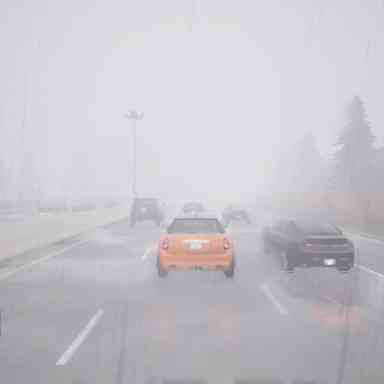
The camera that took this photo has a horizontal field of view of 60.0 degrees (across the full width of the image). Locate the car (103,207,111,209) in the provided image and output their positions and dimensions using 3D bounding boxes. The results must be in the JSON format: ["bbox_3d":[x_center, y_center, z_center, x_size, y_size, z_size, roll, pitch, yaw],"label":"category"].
[{"bbox_3d":[-10.545,1.888,44.357,1.837,1.490,4.892,0,-1,0],"label":"car"}]

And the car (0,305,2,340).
[{"bbox_3d":[-3.399,1.237,1.693,2.150,2.045,5.566,0,0,0],"label":"car"}]

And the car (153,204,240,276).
[{"bbox_3d":[0.107,1.446,10.774,2.097,1.767,4.553,0,0,0],"label":"car"}]

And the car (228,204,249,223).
[{"bbox_3d":[3.602,1.766,27.845,1.812,1.442,4.674,0,0,0],"label":"car"}]

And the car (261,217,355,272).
[{"bbox_3d":[3.607,1.602,11.133,1.837,1.490,4.892,0,0,0],"label":"car"}]

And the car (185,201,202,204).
[{"bbox_3d":[0.115,1.581,26.593,2.097,1.767,4.553,0,0,0],"label":"car"}]

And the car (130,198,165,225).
[{"bbox_3d":[-3.385,1.446,25.967,2.150,2.045,5.566,0,0,0],"label":"car"}]
